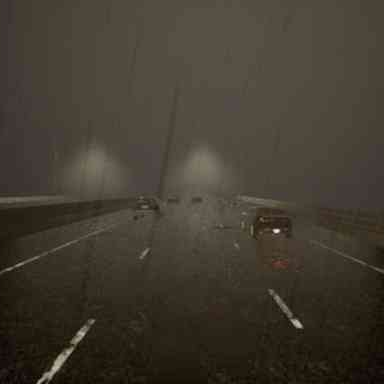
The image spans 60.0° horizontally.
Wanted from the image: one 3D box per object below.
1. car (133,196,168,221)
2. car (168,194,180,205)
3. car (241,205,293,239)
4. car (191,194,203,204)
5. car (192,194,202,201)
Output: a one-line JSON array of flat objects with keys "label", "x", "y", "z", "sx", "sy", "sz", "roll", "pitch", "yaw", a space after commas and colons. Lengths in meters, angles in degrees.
[{"label": "car", "x": -3.291, "y": 1.108, "z": 25.677, "sx": 2.033, "sy": 1.649, "sz": 4.856, "roll": 0, "pitch": 0, "yaw": 1}, {"label": "car", "x": -2.817, "y": 1.113, "z": 51.805, "sx": 2.128, "sy": 1.511, "sz": 4.902, "roll": 0, "pitch": 0, "yaw": 1}, {"label": "car", "x": 3.704, "y": 1.427, "z": 16.880, "sx": 1.837, "sy": 1.490, "sz": 4.892, "roll": 0, "pitch": 0, "yaw": 1}, {"label": "car", "x": 0.866, "y": 1.257, "z": 56.229, "sx": 2.128, "sy": 1.511, "sz": 4.902, "roll": 0, "pitch": 0, "yaw": 1}, {"label": "car", "x": 1.073, "y": 1.247, "z": 72.922, "sx": 2.033, "sy": 1.411, "sz": 5.357, "roll": 0, "pitch": 0, "yaw": 1}]
